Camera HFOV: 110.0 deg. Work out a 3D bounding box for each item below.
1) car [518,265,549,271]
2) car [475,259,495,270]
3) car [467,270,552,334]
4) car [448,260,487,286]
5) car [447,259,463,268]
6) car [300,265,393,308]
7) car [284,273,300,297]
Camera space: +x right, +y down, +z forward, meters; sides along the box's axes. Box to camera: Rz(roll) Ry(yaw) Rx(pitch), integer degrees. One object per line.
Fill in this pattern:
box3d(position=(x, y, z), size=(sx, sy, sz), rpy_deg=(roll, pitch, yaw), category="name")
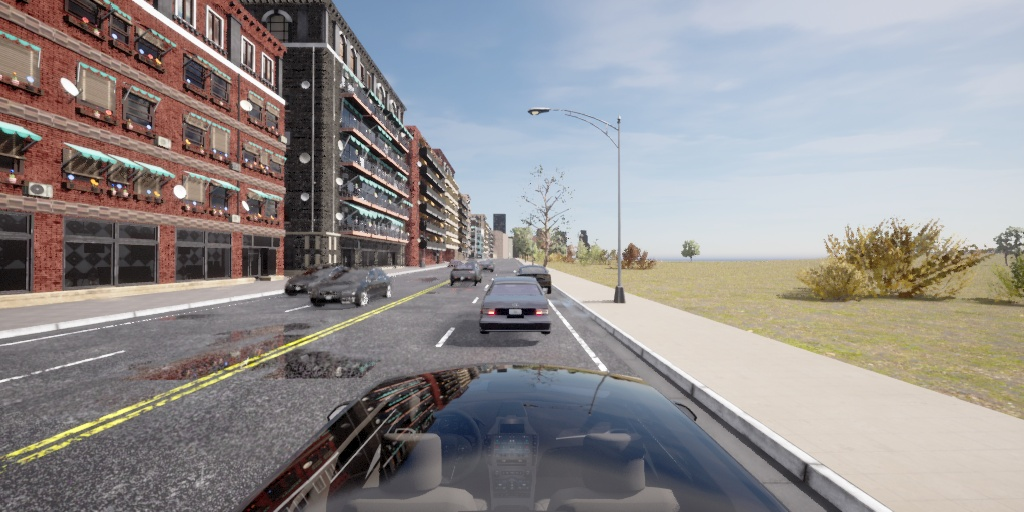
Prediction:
box3d(position=(1.120, 1.230, 20.316), size=(1.882, 1.535, 5.008), rpy_deg=(0, 0, 0), category="car")
box3d(position=(-3.192, 1.297, 45.551), size=(2.033, 1.411, 5.357), rpy_deg=(0, 0, 0), category="car")
box3d(position=(0.094, 1.299, 10.553), size=(2.033, 1.411, 5.357), rpy_deg=(0, 0, 0), category="car")
box3d(position=(-3.173, 1.243, 25.442), size=(2.128, 1.511, 4.902), rpy_deg=(0, 0, 0), category="car")
box3d(position=(-9.873, 1.314, 62.231), size=(1.994, 1.385, 4.181), rpy_deg=(0, 0, 0), category="car")
box3d(position=(-6.614, 1.256, 15.339), size=(1.837, 1.490, 4.892), rpy_deg=(0, 0, 0), category="car")
box3d(position=(-9.867, 1.257, 18.936), size=(1.837, 1.490, 4.892), rpy_deg=(0, 0, 0), category="car")
